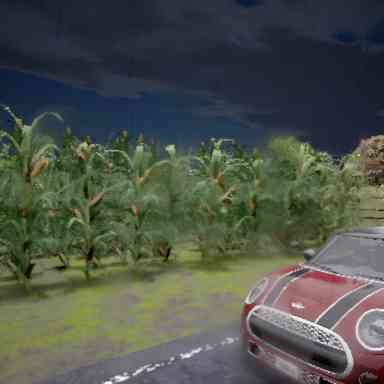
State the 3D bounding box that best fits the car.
[{"bbox_3d":[2.880,1.353,5.001,4.553,1.767,2.097,0,0,-35],"label":"car"}]
